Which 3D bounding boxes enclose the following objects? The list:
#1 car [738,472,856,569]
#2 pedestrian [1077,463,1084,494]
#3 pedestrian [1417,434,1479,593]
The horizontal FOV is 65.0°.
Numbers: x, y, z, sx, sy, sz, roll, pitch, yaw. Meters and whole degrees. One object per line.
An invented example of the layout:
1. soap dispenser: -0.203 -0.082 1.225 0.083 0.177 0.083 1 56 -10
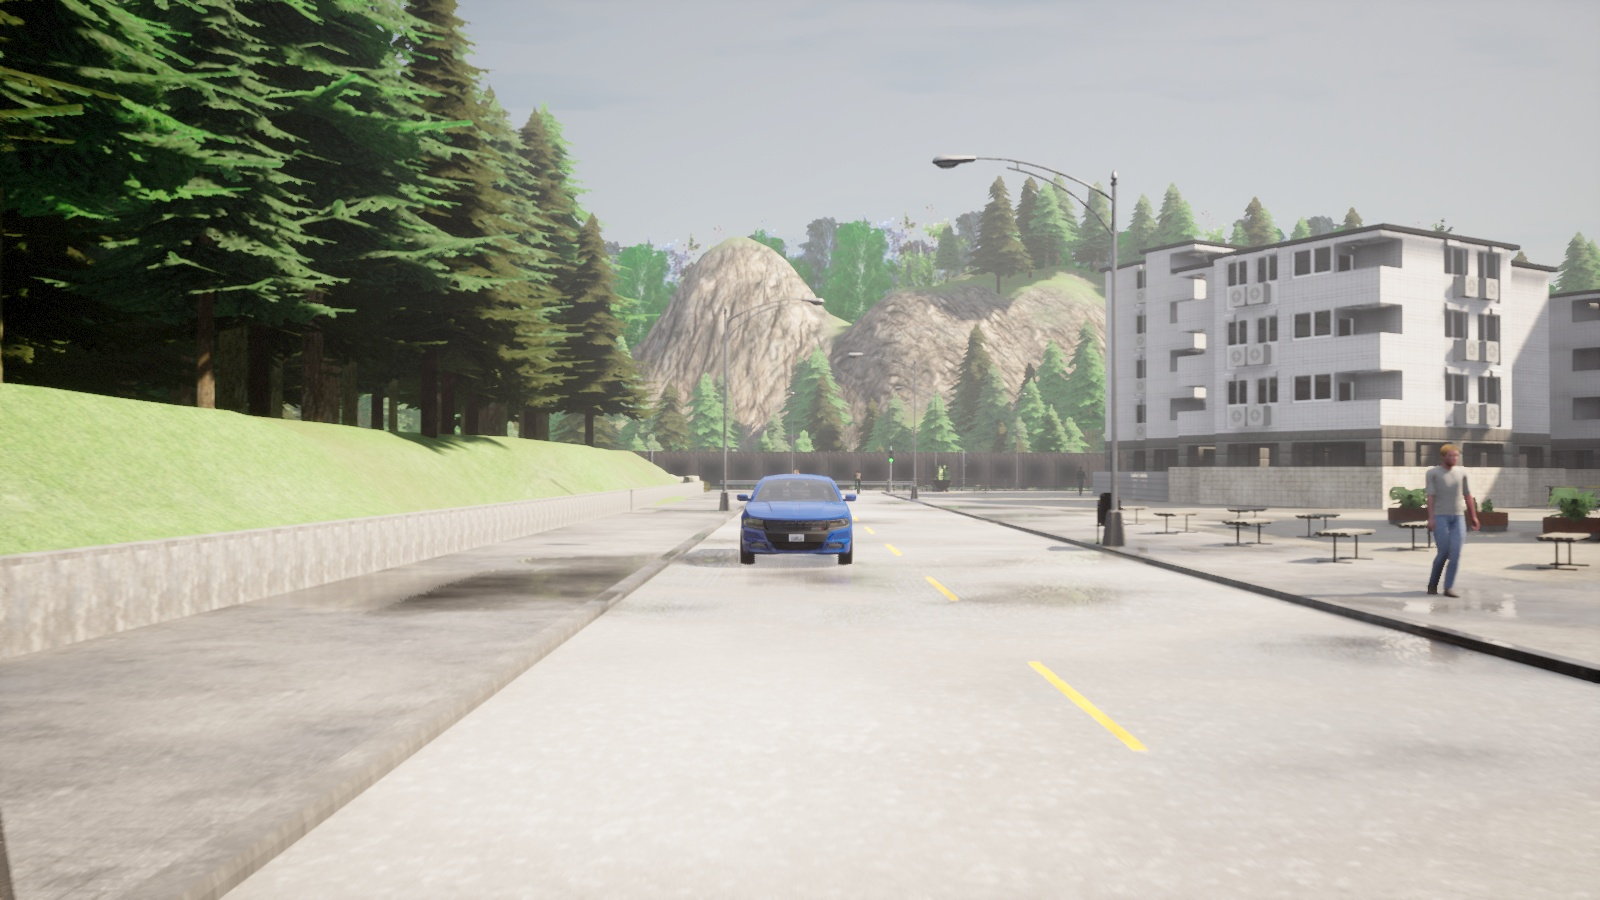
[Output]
1. car: -0.052 1.169 22.505 1.882 1.535 5.008 0 -1 0
2. pedestrian: 17.250 1.749 77.260 0.353 1.847 0.614 0 -1 9
3. pedestrian: 7.699 0.743 14.942 0.354 1.836 0.706 0 -1 1
